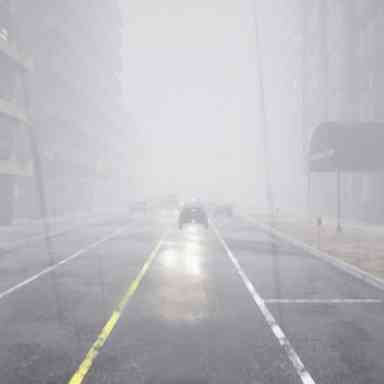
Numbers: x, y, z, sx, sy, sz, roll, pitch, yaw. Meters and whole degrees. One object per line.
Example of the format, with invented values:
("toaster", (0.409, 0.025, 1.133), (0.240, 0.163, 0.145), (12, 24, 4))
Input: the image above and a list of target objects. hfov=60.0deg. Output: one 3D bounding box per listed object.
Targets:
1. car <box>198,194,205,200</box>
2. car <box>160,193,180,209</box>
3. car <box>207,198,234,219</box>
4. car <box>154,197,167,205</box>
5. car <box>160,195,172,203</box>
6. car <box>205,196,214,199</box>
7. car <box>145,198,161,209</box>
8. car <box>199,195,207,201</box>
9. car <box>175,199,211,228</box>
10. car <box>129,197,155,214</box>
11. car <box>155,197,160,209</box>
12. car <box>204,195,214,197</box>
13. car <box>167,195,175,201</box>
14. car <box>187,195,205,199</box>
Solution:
("car", (2.565, 1.324, 90.726), (1.967, 1.590, 4.097), (1, 0, 0))
("car", (-2.818, 1.163, 43.543), (2.150, 2.045, 5.566), (0, 0, 0))
("car", (2.572, 1.511, 28.551), (2.008, 1.369, 4.403), (1, 0, 0))
("car", (-5.313, 1.504, 56.969), (1.802, 1.307, 4.206), (1, 0, 0))
("car", (-5.312, 1.349, 68.262), (1.967, 1.590, 4.097), (1, 0, 0))
("car", (2.571, 1.477, 34.373), (1.752, 1.417, 4.829), (1, 0, 0))
("car", (-5.311, 1.518, 45.676), (1.802, 1.307, 4.206), (1, 0, 0))
("car", (2.566, 1.421, 79.592), (1.752, 1.417, 4.829), (1, 0, 0))
("car", (0.089, 1.475, 22.122), (1.837, 1.490, 4.892), (0, 0, 0))
("car", (-5.310, 1.518, 34.383), (1.947, 1.339, 4.313), (1, 0, 0))
("car", (-5.309, 1.384, 40.029), (1.967, 1.590, 4.097), (1, 0, 0))
("car", (2.569, 1.488, 45.507), (2.008, 1.369, 4.403), (1, 0, 0))
("car", (-5.325, 1.456, 85.201), (1.947, 1.339, 4.313), (1, 0, 0))
("car", (0.087, 1.437, 39.301), (2.128, 1.511, 4.902), (0, 0, 0))
